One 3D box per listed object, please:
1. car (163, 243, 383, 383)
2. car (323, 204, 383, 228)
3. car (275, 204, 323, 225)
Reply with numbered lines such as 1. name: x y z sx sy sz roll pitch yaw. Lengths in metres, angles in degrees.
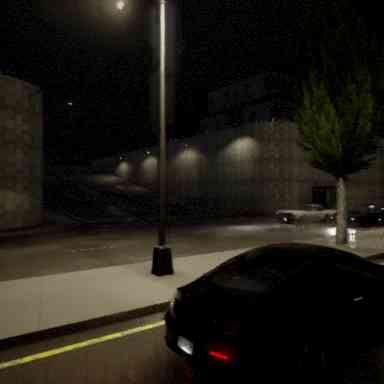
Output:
1. car: 1.796 1.518 5.028 4.674 1.442 1.812 0 0 -35
2. car: 11.245 1.504 21.841 5.357 1.411 2.033 0 0 -36
3. car: 8.165 1.548 23.941 4.718 1.301 1.895 0 0 -35
